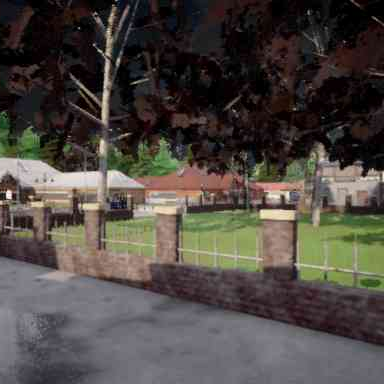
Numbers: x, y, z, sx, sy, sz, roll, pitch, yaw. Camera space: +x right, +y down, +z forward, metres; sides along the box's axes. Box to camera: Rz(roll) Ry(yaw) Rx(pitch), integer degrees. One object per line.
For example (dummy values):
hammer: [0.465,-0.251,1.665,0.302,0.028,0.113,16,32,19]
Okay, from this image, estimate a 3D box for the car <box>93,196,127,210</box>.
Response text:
car: [-9.153,1.294,37.679,2.097,1.767,4.553,0,0,36]
